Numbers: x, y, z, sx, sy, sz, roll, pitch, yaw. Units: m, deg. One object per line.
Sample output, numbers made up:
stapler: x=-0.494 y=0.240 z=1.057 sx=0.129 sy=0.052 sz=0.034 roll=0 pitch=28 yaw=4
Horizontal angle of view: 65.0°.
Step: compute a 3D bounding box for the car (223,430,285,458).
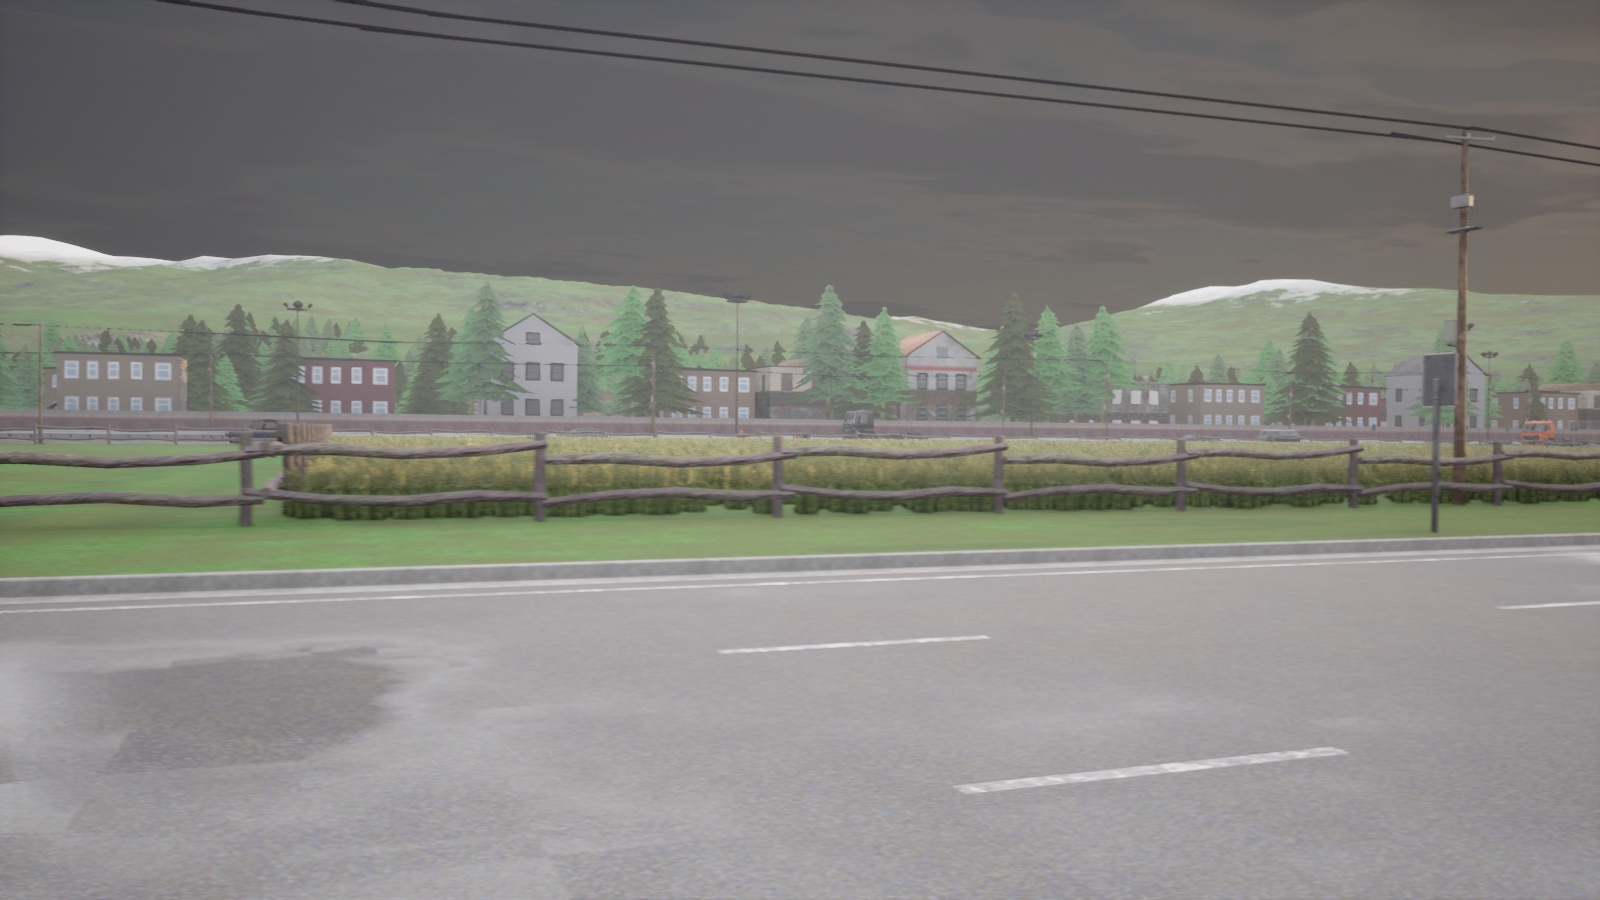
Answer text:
car: x=-38.372 y=-0.425 z=88.359 sx=3.866 sy=1.878 sz=1.905 roll=-1 pitch=1 yaw=-21
